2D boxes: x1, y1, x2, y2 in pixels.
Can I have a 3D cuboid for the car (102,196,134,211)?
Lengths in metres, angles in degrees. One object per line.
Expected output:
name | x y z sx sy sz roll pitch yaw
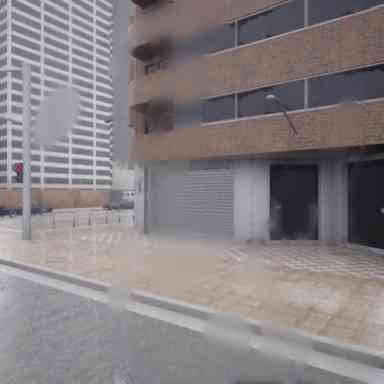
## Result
car | -8.406 1.547 40.857 2.033 1.411 5.357 0 0 36

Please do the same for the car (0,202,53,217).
car | -15.582 1.600 31.009 1.895 1.301 4.718 0 0 36
